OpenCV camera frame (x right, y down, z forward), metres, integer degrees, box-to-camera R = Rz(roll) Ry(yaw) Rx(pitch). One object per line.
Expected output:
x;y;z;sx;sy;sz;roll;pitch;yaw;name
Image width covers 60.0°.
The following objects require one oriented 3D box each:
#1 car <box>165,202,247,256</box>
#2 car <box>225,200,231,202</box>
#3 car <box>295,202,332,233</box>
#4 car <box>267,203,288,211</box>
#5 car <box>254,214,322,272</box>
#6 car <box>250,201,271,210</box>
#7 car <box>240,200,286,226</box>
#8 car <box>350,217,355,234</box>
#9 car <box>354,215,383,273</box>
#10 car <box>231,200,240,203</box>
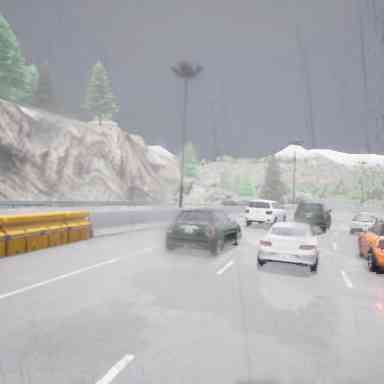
0.659;1.476;14.073;2.097;1.767;4.553;3;0;21;car
7.842;2.372;68.170;1.994;1.385;4.181;2;0;38;car
9.124;1.812;25.019;2.150;2.045;5.566;2;0;27;car
15.764;2.702;61.267;1.994;1.385;4.181;2;-1;39;car
3.525;1.768;11.833;1.812;1.442;4.674;2;0;21;car
13.109;2.534;63.573;1.837;1.490;4.892;2;0;39;car
5.930;1.674;26.451;2.150;2.045;5.566;2;0;27;car
12.504;2.340;23.978;1.895;1.301;4.718;2;0;27;car
7.294;1.768;11.851;2.097;1.767;4.553;3;0;21;car
10.367;2.273;65.736;2.097;1.767;4.553;2;0;39;car
